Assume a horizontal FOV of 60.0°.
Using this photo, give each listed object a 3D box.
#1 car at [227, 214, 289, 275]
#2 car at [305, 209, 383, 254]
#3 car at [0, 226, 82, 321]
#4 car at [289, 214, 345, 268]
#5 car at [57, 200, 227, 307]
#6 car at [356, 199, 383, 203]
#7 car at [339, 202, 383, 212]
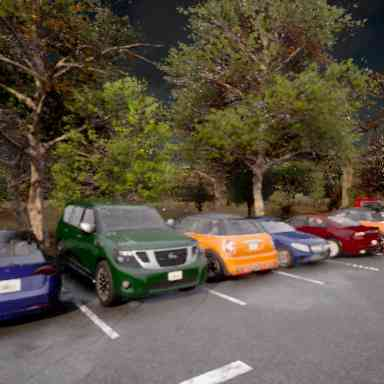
[{"bbox_3d":[0.351,1.413,10.264,2.185,1.767,4.553,1,0,-35],"label":"car"},{"bbox_3d":[4.873,1.590,13.514,2.097,1.535,5.008,1,0,-35],"label":"car"},{"bbox_3d":[-4.224,1.514,7.081,2.163,1.488,4.792,1,0,-35],"label":"car"},{"bbox_3d":[2.599,1.604,11.906,2.002,1.452,4.674,1,0,-35],"label":"car"},{"bbox_3d":[-1.918,1.261,8.653,2.435,2.045,5.566,1,0,-35],"label":"car"},{"bbox_3d":[11.696,1.413,18.342,2.435,2.045,5.566,1,0,-35],"label":"car"},{"bbox_3d":[7.158,1.490,15.107,2.185,1.767,4.553,1,0,-35],"label":"car"}]
